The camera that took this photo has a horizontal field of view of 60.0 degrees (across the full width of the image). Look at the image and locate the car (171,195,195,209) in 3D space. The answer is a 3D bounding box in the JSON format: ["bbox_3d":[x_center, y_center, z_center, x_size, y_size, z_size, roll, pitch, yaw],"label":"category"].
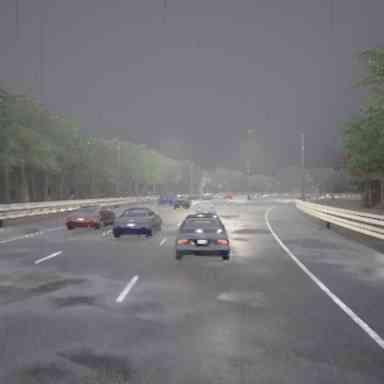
[{"bbox_3d":[-1.112,1.452,43.039,1.837,1.490,4.892,0,0,6],"label":"car"}]

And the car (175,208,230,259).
[{"bbox_3d":[0.387,1.550,12.551,2.033,1.411,5.357,0,0,2],"label":"car"}]

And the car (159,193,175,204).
[{"bbox_3d":[-3.700,1.129,52.505,2.150,2.045,5.566,0,0,7],"label":"car"}]

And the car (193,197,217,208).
[{"bbox_3d":[1.324,1.511,31.039,1.812,1.442,4.674,0,0,4],"label":"car"}]

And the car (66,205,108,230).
[{"bbox_3d":[-6.217,1.534,20.930,1.994,1.385,4.181,1,0,3],"label":"car"}]

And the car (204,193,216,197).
[{"bbox_3d":[3.899,1.371,79.546,2.128,1.511,4.902,0,0,11],"label":"car"}]

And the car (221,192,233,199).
[{"bbox_3d":[10.530,1.033,94.809,2.150,2.045,5.566,0,0,13],"label":"car"}]

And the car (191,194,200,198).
[{"bbox_3d":[0.708,1.186,81.570,2.097,1.767,4.553,0,0,11],"label":"car"}]

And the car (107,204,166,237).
[{"bbox_3d":[-2.830,1.554,17.919,1.994,1.385,4.181,0,0,3],"label":"car"}]
